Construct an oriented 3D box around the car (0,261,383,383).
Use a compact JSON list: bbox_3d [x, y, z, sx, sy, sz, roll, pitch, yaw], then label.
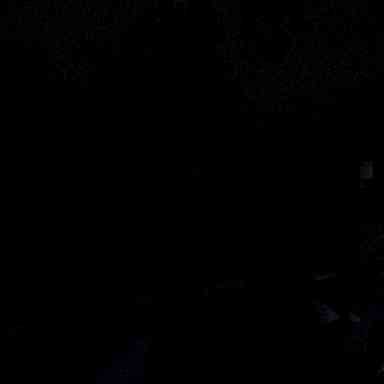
[{"bbox_3d":[0.355,1.545,3.693,5.357,1.411,2.033,0,0,-35],"label":"car"}]
